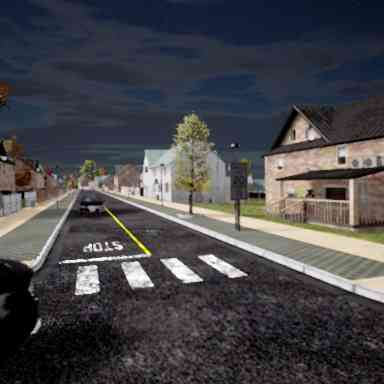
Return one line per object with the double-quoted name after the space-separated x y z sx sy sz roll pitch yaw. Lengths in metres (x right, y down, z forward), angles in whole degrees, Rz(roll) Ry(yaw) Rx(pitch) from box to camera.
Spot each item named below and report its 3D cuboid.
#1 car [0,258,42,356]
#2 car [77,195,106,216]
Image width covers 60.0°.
-4.000 1.363 3.056 2.128 1.511 4.902 4 1 40 "car"
-7.957 0.983 26.379 2.128 1.511 4.902 -2 2 -18 "car"
